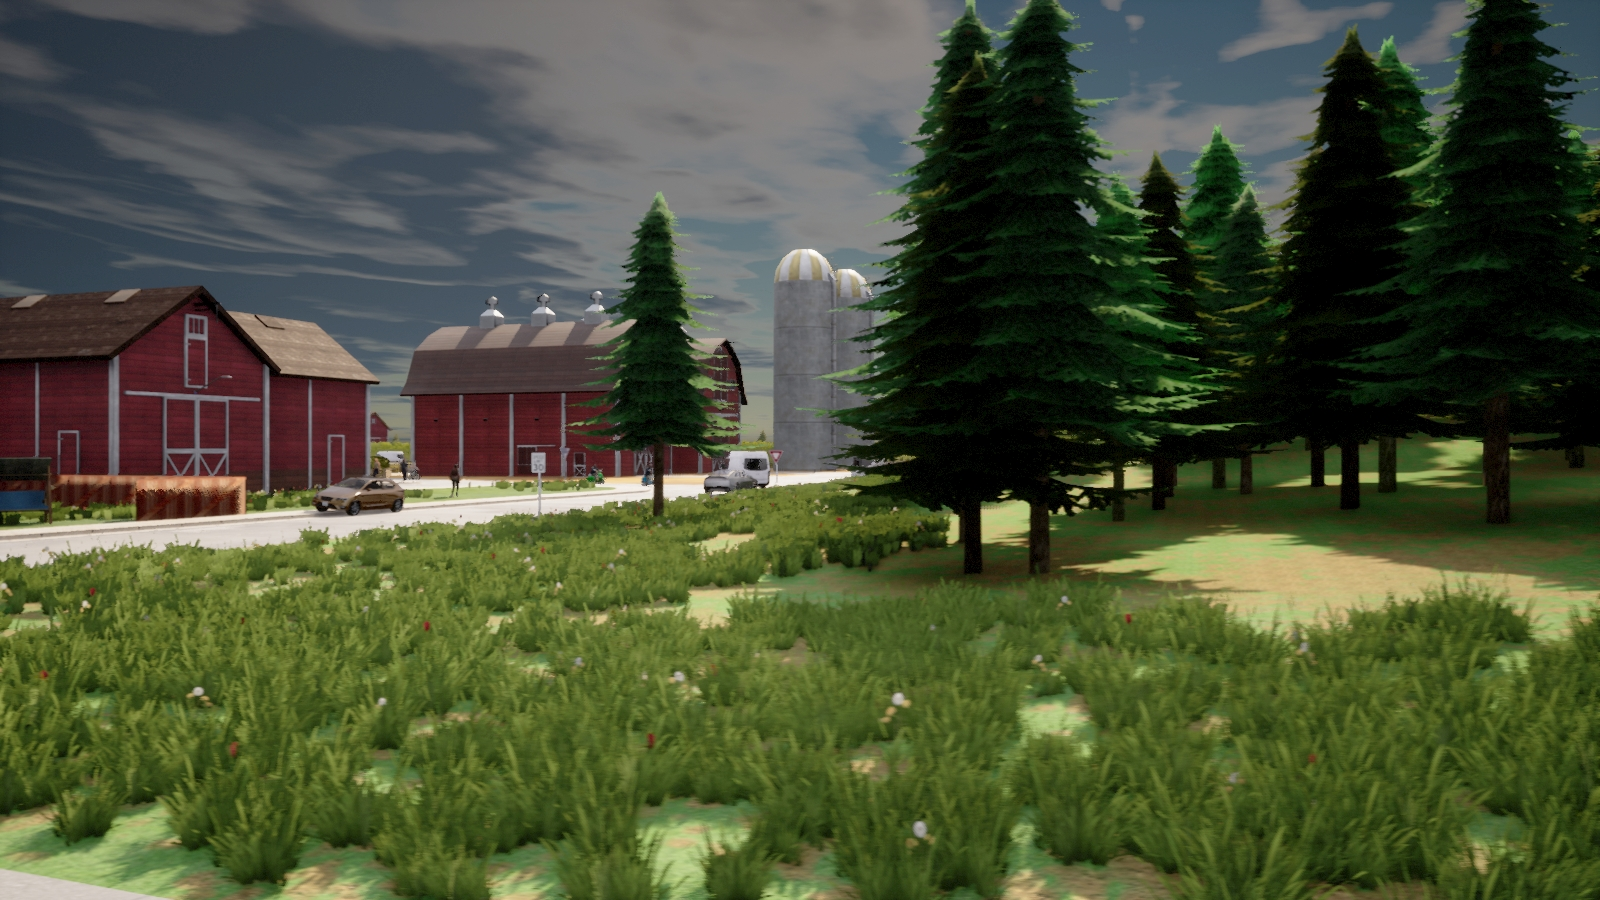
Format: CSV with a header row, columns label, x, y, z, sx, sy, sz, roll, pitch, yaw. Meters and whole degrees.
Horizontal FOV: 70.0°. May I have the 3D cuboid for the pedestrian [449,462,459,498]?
label,x,y,z,sx,sy,sz,roll,pitch,yaw
pedestrian,-17.961,1.543,59.371,0.375,1.860,0.375,0,0,6

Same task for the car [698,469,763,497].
label,x,y,z,sx,sy,sz,roll,pitch,yaw
car,-4.070,1.906,67.744,2.128,1.511,4.902,0,0,20
